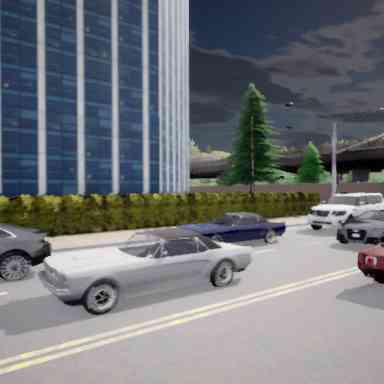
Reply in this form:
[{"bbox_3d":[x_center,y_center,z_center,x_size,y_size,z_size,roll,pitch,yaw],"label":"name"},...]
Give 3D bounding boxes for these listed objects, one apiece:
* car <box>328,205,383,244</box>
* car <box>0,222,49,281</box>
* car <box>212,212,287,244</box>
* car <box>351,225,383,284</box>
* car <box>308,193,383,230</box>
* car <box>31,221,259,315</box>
[{"bbox_3d":[7.852,1.452,13.775,4.181,1.385,1.994,0,0,-35],"label":"car"},{"bbox_3d":[-6.089,1.494,8.234,4.902,1.511,2.128,0,0,-36],"label":"car"},{"bbox_3d":[1.660,1.529,13.714,4.718,1.301,1.895,-1,0,-35],"label":"car"},{"bbox_3d":[6.124,1.526,8.118,4.718,1.301,1.895,-1,0,-36],"label":"car"},{"bbox_3d":[8.956,1.075,18.860,5.566,2.045,2.150,-1,0,-36],"label":"car"},{"bbox_3d":[-0.885,1.573,7.635,4.718,1.301,1.895,-1,0,-35],"label":"car"}]
